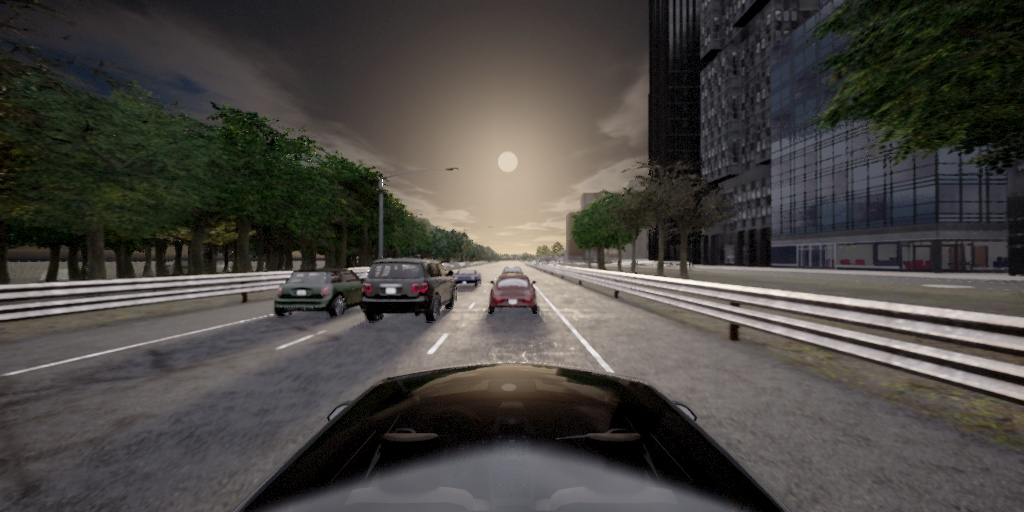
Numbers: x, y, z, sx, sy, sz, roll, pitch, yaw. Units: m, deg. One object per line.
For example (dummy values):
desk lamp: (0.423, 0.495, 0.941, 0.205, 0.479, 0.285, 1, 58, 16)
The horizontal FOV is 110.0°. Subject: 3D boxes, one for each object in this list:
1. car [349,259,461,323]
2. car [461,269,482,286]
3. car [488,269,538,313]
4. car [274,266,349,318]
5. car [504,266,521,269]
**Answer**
car: (-3.463, 1.118, 12.994, 2.150, 2.045, 5.566, 0, 0, 0)
car: (-3.461, 1.688, 28.477, 1.895, 1.301, 4.718, 0, -1, 0)
car: (0.049, 1.443, 14.776, 1.812, 1.442, 4.674, 0, 0, 0)
car: (-6.956, 1.259, 14.000, 2.097, 1.767, 4.553, 0, -1, 0)
car: (0.054, 1.587, 30.266, 1.882, 1.535, 5.008, 0, 0, 0)
